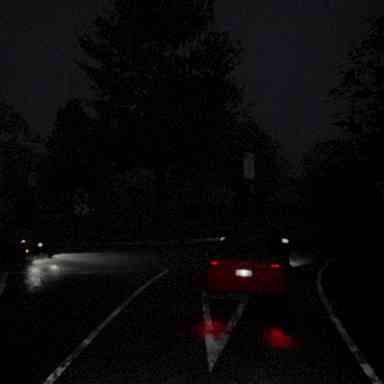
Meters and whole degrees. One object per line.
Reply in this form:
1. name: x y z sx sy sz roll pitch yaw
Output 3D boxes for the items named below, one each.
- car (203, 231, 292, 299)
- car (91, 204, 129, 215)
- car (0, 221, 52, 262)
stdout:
1. car: 1.637 1.737 9.023 1.994 1.385 4.181 -1 -1 15
2. car: -11.008 2.365 44.757 5.008 1.535 1.882 1 -2 -17
3. car: -7.744 1.832 13.053 4.181 1.385 1.994 0 -1 10
